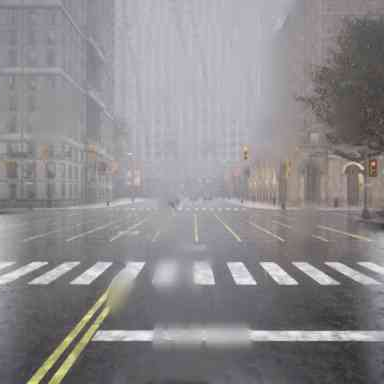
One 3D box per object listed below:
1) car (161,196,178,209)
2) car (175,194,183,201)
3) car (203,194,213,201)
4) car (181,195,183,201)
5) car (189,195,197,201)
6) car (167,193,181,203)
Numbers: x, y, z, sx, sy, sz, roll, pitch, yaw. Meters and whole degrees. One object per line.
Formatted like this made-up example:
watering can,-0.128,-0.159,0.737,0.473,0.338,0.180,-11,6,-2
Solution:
car,-3.242,1.583,44.548,1.895,1.301,4.718,0,0,-5
car,-3.213,1.385,85.065,1.882,1.535,5.008,0,0,1
car,3.717,1.249,78.527,2.097,1.767,4.553,0,0,1
car,-3.374,1.472,70.270,1.837,1.490,4.892,0,0,1
car,0.217,1.419,78.594,2.128,1.511,4.902,0,0,1
car,-3.547,1.198,58.969,2.150,2.045,5.566,0,0,0
